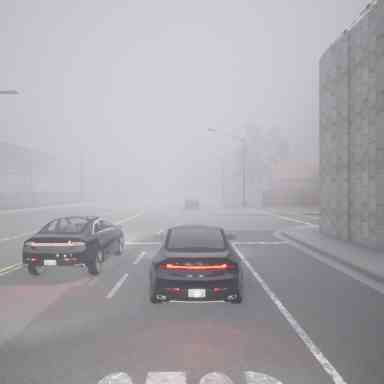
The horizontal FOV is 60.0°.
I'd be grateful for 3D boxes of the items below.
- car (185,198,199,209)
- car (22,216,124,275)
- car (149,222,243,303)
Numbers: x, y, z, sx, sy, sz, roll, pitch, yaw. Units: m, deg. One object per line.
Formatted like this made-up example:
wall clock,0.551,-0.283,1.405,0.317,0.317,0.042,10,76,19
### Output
car,-0.013,1.491,44.174,2.128,1.511,4.902,0,0,0
car,-3.426,1.492,10.450,2.128,1.511,4.902,0,0,0
car,0.080,1.505,8.181,1.837,1.490,4.892,0,0,0
